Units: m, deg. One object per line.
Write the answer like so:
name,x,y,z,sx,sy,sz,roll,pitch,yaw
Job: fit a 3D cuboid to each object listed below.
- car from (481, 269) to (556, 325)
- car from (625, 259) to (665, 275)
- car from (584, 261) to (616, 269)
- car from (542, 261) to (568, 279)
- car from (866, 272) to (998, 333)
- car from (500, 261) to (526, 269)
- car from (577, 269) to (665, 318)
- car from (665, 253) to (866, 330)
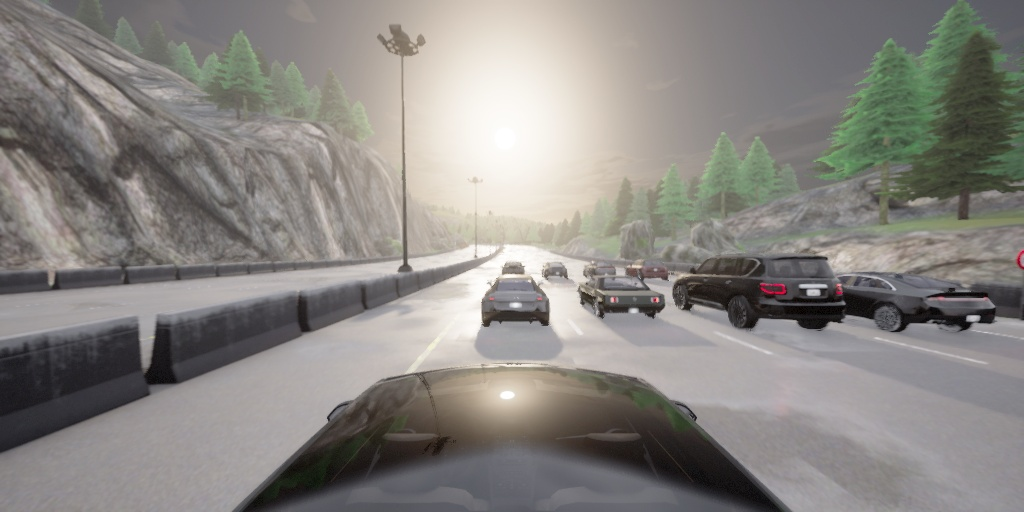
car,0.099,1.286,11.645,1.994,1.385,4.181,0,0,0
car,10.598,1.004,28.589,2.097,1.767,4.553,0,0,0
car,7.098,1.137,29.356,2.128,1.511,4.902,0,0,0
car,3.599,1.162,30.551,1.812,1.442,4.674,0,0,0
car,10.599,1.217,10.664,2.128,1.511,4.902,0,0,0
car,0.098,1.149,29.452,1.837,1.490,4.892,0,0,0
car,3.599,1.320,12.806,1.895,1.301,4.718,0,0,0
car,7.100,0.946,11.127,2.150,2.045,5.566,0,0,0
